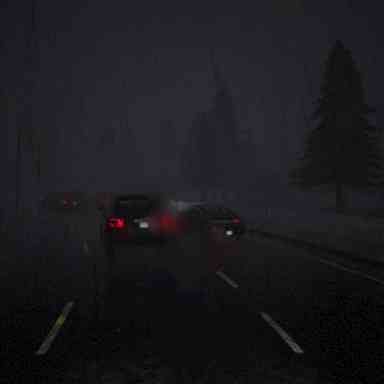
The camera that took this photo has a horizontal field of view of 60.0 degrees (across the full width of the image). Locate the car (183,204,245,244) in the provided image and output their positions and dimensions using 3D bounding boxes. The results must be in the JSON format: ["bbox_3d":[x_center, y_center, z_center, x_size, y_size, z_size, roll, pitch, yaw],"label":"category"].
[{"bbox_3d":[0.584,1.297,14.792,2.128,1.511,4.902,0,1,-20],"label":"car"}]

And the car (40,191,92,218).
[{"bbox_3d":[-10.406,0.911,26.791,2.150,2.045,5.566,0,1,-40],"label":"car"}]

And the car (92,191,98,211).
[{"bbox_3d":[-7.364,0.878,28.575,2.150,2.045,5.566,-1,1,-39],"label":"car"}]

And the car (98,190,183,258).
[{"bbox_3d":[-2.209,1.064,12.398,2.150,2.045,5.566,0,0,-17],"label":"car"}]
